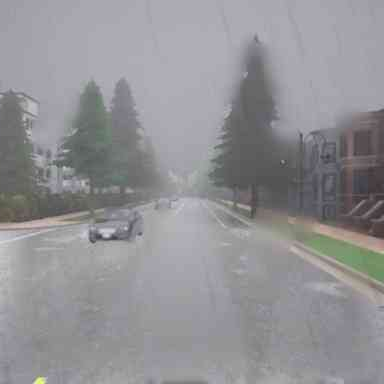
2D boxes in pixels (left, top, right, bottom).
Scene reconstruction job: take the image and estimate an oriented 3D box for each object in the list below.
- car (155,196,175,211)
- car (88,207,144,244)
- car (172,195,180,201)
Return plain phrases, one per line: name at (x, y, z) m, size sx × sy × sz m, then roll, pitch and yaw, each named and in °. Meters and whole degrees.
car at (-3.398, 1.531, 40.221) m, size 1.812 × 1.442 × 4.674 m, roll 0°, pitch 0°, yaw 0°
car at (-3.457, 1.505, 15.923) m, size 2.128 × 1.511 × 4.902 m, roll 0°, pitch 0°, yaw 0°
car at (-3.340, 1.340, 64.948) m, size 1.837 × 1.490 × 4.892 m, roll 0°, pitch 0°, yaw 0°
